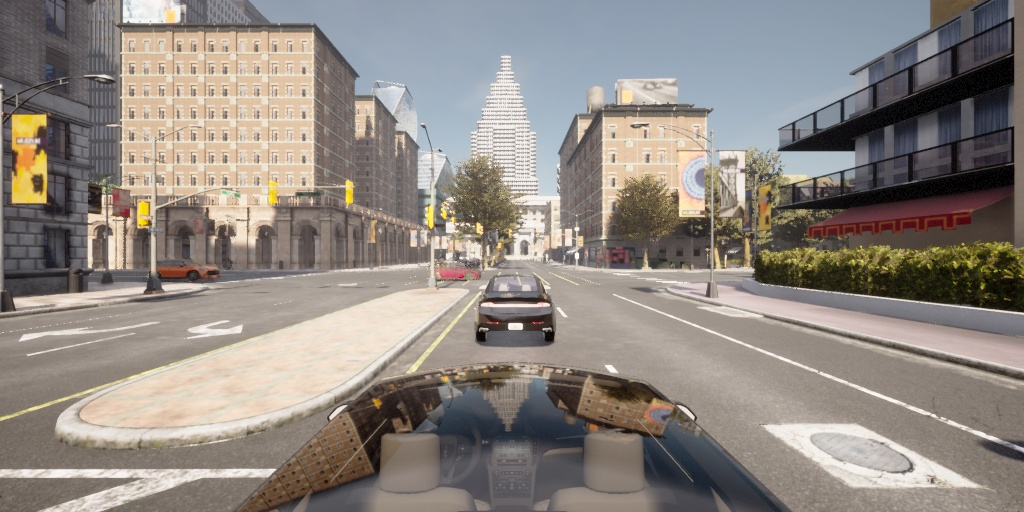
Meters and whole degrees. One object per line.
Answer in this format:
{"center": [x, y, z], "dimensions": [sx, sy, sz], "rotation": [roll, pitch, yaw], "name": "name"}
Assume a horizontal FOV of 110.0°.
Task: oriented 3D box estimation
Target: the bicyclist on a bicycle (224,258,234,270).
{"center": [-37.237, 1.050, 47.226], "dimensions": [0.582, 1.620, 1.656], "rotation": [0, 0, 0], "name": "bicyclist on a bicycle"}

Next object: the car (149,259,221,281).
{"center": [-26.567, 1.102, 29.297], "dimensions": [4.553, 1.767, 2.097], "rotation": [0, 0, 0], "name": "car"}

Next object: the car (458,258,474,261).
{"center": [-8.002, 1.241, 58.564], "dimensions": [2.128, 1.511, 4.902], "rotation": [0, 0, 0], "name": "car"}

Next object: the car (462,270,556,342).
{"center": [0.083, 1.242, 9.815], "dimensions": [2.128, 1.511, 4.902], "rotation": [0, 0, 0], "name": "car"}

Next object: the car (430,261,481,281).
{"center": [-4.601, 1.314, 29.387], "dimensions": [4.181, 1.385, 1.994], "rotation": [0, 0, 0], "name": "car"}
